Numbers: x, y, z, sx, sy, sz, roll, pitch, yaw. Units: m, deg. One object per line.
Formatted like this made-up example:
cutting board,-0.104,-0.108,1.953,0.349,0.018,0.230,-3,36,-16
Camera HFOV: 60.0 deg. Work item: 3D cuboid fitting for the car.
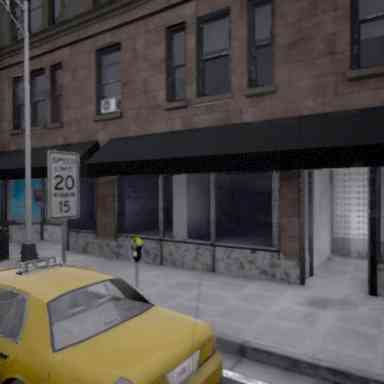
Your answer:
car,-2.022,1.487,4.092,4.829,1.417,1.752,0,1,32
